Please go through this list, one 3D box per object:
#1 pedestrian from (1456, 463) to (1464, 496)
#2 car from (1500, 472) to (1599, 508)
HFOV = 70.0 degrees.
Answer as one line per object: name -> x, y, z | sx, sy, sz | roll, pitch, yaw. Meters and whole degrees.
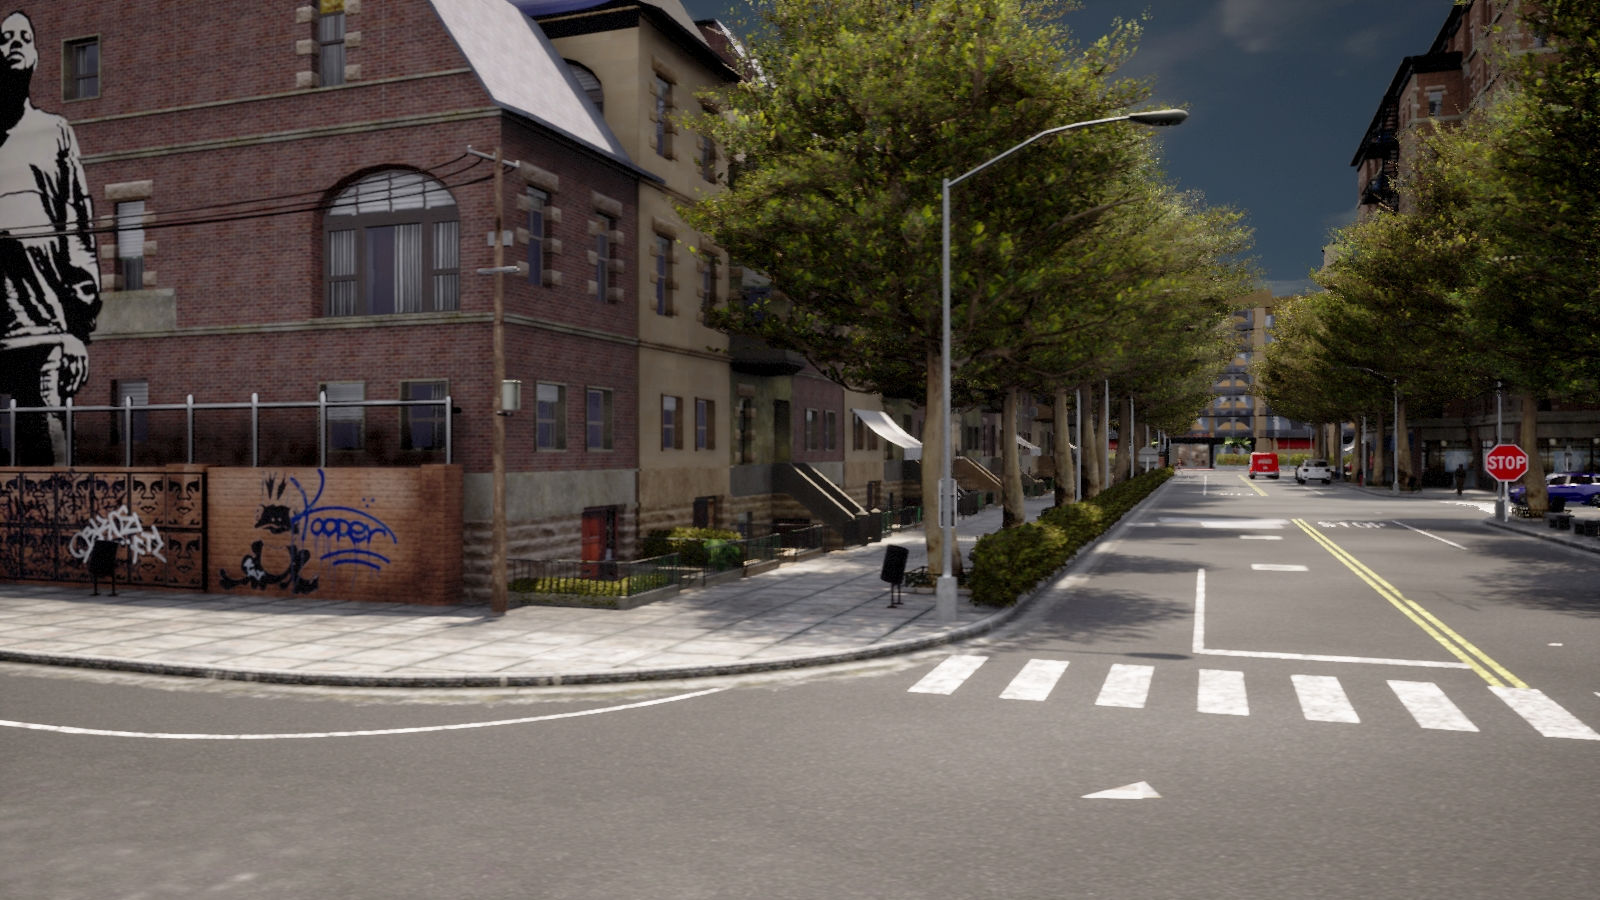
pedestrian -> 36.974, 1.663, 63.980 | 0.375, 1.860, 0.375 | 0, 0, 26
car -> 37.076, 1.927, 55.841 | 4.611, 1.667, 2.242 | 0, 0, 22
